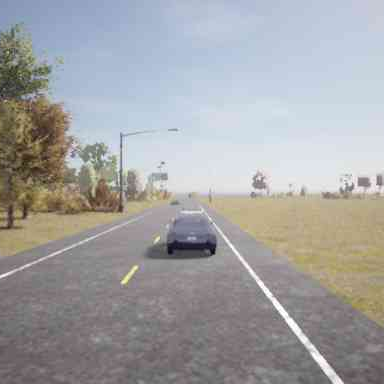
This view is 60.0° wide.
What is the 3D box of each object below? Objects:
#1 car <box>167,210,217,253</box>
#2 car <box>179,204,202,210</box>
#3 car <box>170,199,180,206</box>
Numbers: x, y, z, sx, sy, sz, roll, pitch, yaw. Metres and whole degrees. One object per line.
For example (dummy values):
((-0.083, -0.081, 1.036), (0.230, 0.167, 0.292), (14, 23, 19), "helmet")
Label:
((-0.004, 1.701, 14.278), (1.994, 1.385, 4.181), (0, 0, 0), "car")
((-0.016, 1.878, 29.110), (1.895, 1.301, 4.718), (0, -1, 0), "car")
((-3.544, 2.235, 71.791), (1.994, 1.385, 4.181), (0, -1, 0), "car")
